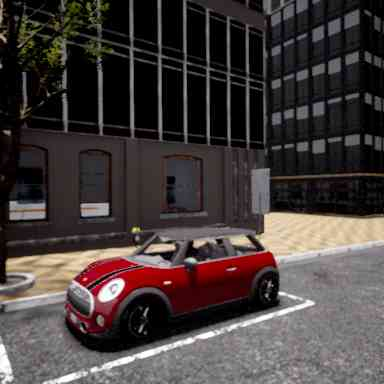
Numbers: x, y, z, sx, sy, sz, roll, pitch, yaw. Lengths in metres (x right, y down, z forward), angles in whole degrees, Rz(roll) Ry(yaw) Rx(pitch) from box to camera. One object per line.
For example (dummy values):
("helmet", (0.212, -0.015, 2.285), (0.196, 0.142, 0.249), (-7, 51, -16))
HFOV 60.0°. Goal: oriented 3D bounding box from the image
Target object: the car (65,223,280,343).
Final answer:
("car", (-0.238, 1.467, 6.405), (4.097, 1.590, 1.967), (1, -1, -35))
